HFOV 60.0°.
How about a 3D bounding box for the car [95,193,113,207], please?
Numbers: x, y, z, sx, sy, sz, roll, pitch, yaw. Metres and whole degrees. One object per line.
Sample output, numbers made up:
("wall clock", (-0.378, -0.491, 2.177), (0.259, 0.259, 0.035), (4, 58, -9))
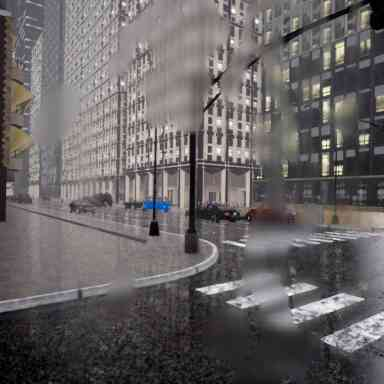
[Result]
("car", (-14.489, 1.255, 53.140), (2.150, 2.045, 5.566), (1, -1, -35))

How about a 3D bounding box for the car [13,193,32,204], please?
("car", (-30.522, 1.155, 60.525), (2.192, 1.841, 5.009), (1, -1, -35))

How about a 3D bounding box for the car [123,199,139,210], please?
("car", (-7.342, 1.584, 42.347), (2.008, 1.369, 4.403), (1, -1, -35))

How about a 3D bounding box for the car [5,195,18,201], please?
("car", (-40.337, 1.378, 74.339), (2.008, 1.369, 4.403), (1, -1, -35))

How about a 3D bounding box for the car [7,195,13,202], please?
("car", (-37.067, 1.396, 69.734), (1.947, 1.339, 4.313), (1, -1, -35))

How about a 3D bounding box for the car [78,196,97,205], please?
("car", (-18.497, 1.525, 58.843), (1.837, 1.490, 4.892), (1, -1, -35))

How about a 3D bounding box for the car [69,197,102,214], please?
("car", (-10.903, 1.427, 32.890), (2.008, 1.369, 4.403), (1, -1, -35))

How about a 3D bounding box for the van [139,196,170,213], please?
("van", (-4.068, 1.382, 37.743), (1.690, 1.788, 3.998), (1, -1, -35))

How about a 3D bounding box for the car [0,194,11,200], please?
("car", (-46.782, 1.365, 83.414), (1.752, 1.417, 4.829), (1, -1, -35))

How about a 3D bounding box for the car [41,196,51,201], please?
("car", (-36.777, 1.570, 83.795), (1.802, 1.307, 4.206), (1, -1, -35))

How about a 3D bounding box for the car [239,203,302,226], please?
("car", (5.743, 1.505, 23.926), (1.967, 1.590, 4.097), (1, -1, -35))

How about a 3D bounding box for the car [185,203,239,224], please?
("car", (1.601, 1.554, 25.037), (2.033, 1.411, 5.357), (1, -1, -33))

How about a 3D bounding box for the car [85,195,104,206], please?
("car", (-14.897, 1.535, 48.442), (1.994, 1.385, 4.181), (1, -1, -37))
